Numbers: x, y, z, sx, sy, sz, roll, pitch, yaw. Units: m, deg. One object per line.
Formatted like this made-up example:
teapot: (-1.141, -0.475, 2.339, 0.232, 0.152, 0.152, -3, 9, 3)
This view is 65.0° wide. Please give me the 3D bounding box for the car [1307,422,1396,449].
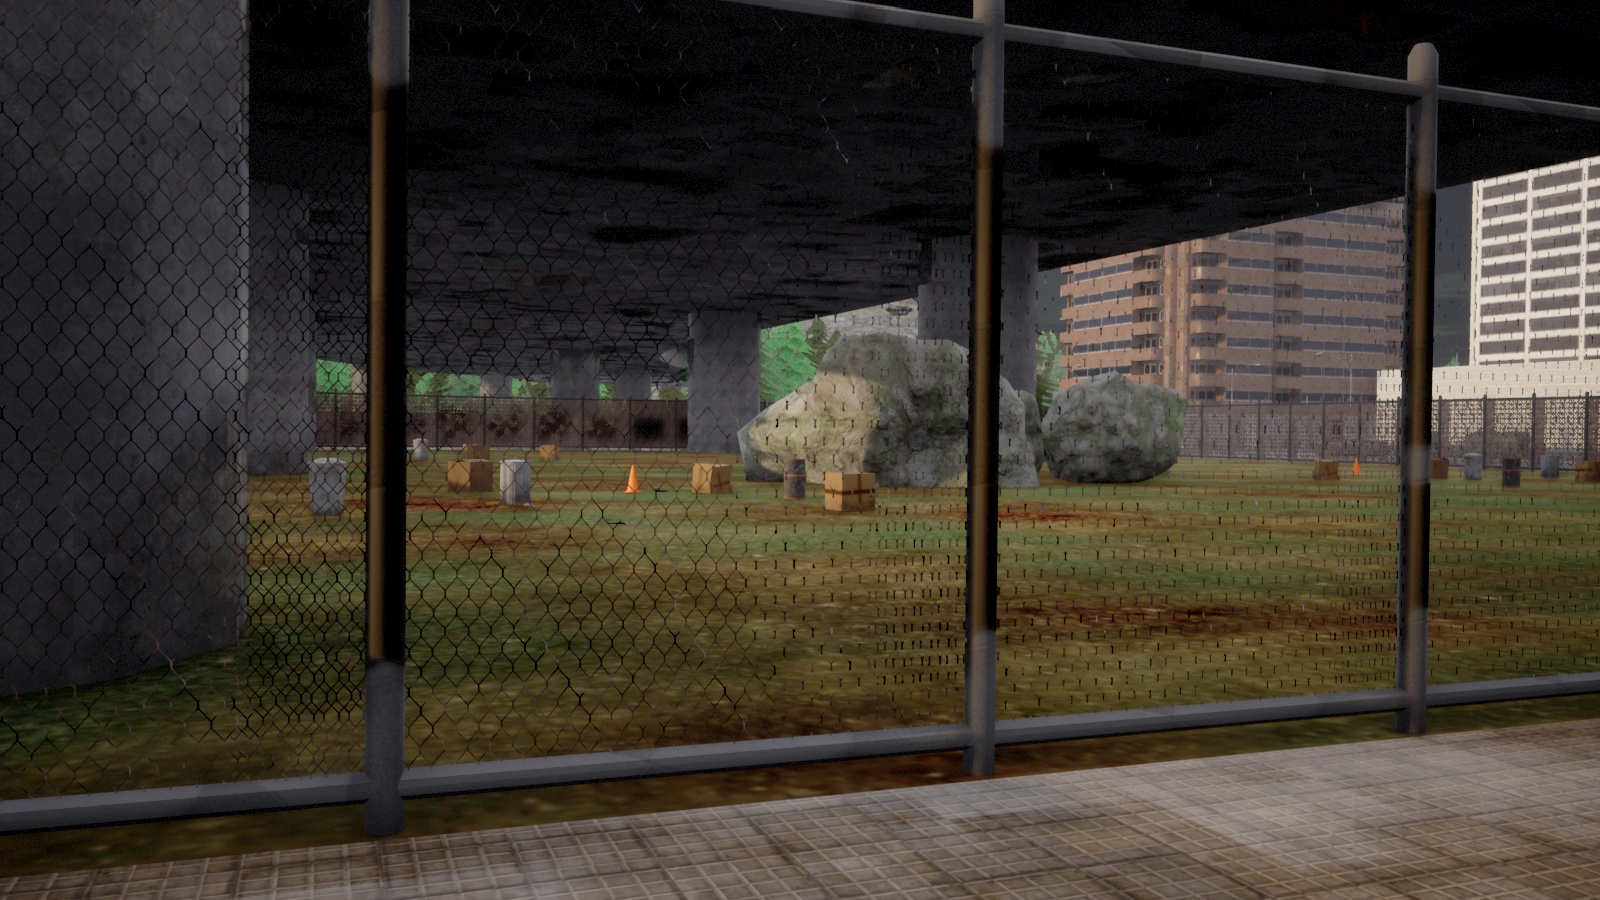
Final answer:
car: (33.422, -0.885, 76.247, 2.128, 1.511, 4.902, -1, 1, -21)
